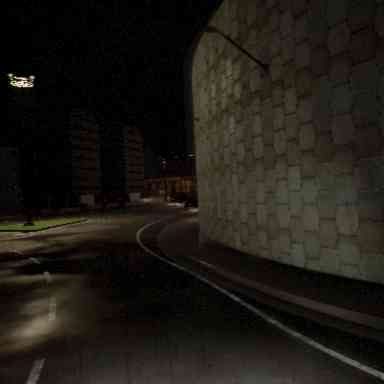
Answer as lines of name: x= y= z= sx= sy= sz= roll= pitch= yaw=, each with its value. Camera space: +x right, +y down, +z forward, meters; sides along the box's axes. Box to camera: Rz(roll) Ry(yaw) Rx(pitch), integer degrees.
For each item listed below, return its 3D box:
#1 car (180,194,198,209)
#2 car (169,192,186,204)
car: x=0.573 y=1.329 z=43.516 sx=1.882 sy=1.535 sz=5.008 roll=-3 pitch=0 yaw=19
car: x=-2.584 y=1.167 z=66.139 sx=2.150 sy=2.045 sz=5.566 roll=-3 pitch=0 yaw=20
